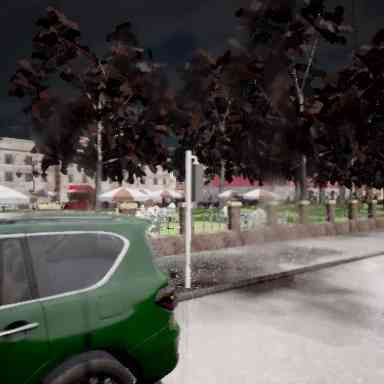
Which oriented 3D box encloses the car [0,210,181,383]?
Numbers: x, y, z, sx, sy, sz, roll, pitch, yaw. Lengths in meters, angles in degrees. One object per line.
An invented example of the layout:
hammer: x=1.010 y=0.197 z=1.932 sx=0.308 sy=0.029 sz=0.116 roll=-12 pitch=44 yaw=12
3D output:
car: x=-2.691 y=1.217 z=2.575 sx=5.566 sy=2.045 sz=2.150 roll=1 pitch=0 yaw=-37

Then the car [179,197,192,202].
car: x=-0.773 y=1.665 z=60.499 sx=4.553 sy=1.767 sz=2.097 roll=1 pitch=0 yaw=-37
